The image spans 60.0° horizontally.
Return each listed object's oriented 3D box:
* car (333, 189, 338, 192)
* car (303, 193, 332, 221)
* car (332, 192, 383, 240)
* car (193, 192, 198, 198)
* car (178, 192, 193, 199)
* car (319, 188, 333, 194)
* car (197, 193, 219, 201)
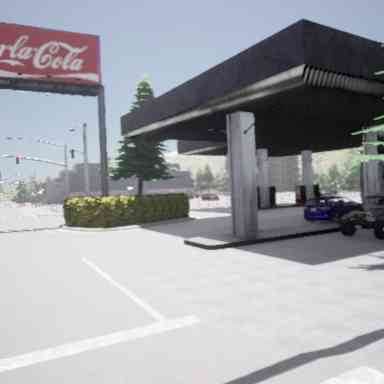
[{"bbox_3d":[29.056,-0.059,71.608,2.007,1.523,4.514,-3,0,-30],"label":"car"},{"bbox_3d":[9.600,1.091,22.162,4.611,1.667,2.242,-3,0,-30],"label":"car"},{"bbox_3d":[8.599,0.992,15.099,3.866,1.878,1.905,-3,0,-30],"label":"car"},{"bbox_3d":[0.017,0.882,85.267,1.932,1.855,4.605,-3,0,-30],"label":"car"},{"bbox_3d":[-2.310,0.967,83.480,1.905,1.878,3.866,-3,0,-30],"label":"car"},{"bbox_3d":[26.352,0.052,70.021,2.152,1.636,5.027,-3,0,-30],"label":"car"},{"bbox_3d":[3.559,1.003,66.012,2.007,1.523,4.514,-3,0,-30],"label":"car"}]
